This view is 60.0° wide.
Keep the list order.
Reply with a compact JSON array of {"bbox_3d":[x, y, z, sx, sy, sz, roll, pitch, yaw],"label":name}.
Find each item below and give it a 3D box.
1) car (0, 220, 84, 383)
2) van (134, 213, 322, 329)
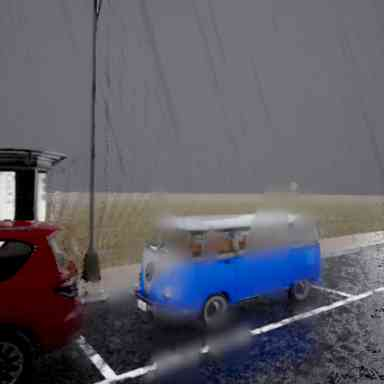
[{"bbox_3d":[-3.707,1.310,3.439,5.009,1.841,2.192,0,0,-36],"label":"car"},{"bbox_3d":[0.894,1.362,6.725,3.998,1.788,1.690,0,0,-36],"label":"van"}]
